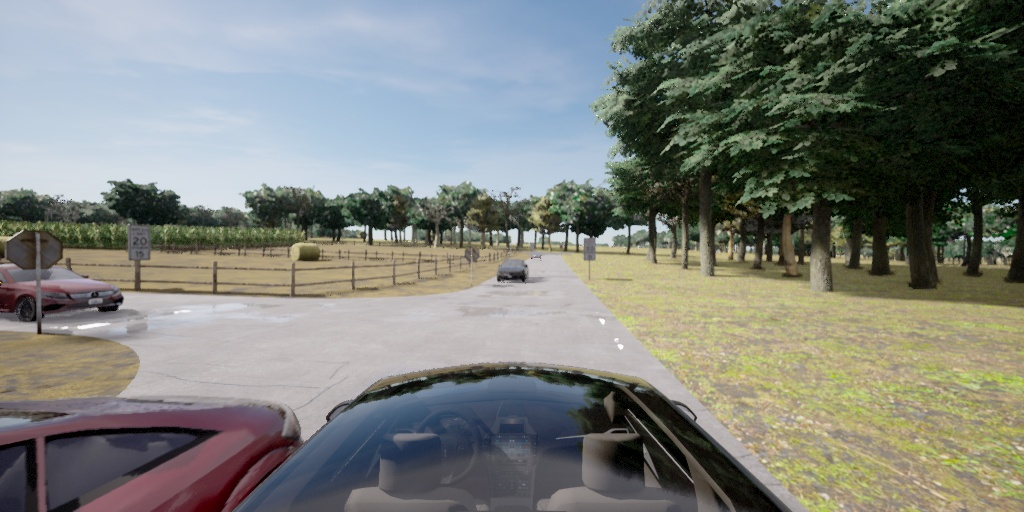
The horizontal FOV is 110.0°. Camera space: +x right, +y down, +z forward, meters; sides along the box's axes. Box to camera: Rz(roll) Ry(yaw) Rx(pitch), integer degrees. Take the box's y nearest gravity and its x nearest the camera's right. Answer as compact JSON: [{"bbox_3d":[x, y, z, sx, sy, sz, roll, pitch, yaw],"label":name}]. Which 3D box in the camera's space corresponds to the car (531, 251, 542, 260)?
[{"bbox_3d":[4.132,-0.060,60.145,1.812,1.442,4.674,0,2,6],"label":"car"}]

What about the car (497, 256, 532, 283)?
[{"bbox_3d":[0.140,0.955,24.754,1.882,1.535,5.008,0,1,6],"label":"car"}]

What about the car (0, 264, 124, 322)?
[{"bbox_3d":[-13.976,0.970,10.374,4.674,1.442,1.812,1,1,8],"label":"car"}]

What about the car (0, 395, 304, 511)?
[{"bbox_3d":[-2.551,1.320,0.855,1.994,1.385,4.181,0,0,7],"label":"car"}]
